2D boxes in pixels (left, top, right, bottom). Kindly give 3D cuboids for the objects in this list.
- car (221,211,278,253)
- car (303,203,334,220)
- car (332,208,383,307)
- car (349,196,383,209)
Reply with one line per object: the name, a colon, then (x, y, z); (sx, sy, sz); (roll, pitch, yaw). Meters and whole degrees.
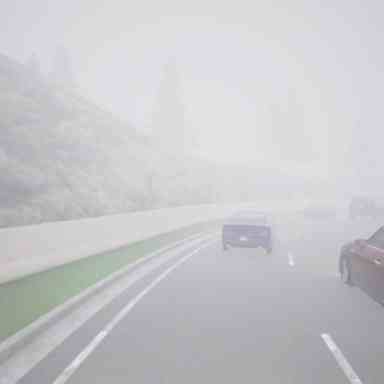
car: (2.582, 1.530, 14.242); (1.882, 1.535, 5.008); (0, 0, 17)
car: (11.721, 1.723, 30.383); (1.994, 1.385, 4.181); (0, 0, 40)
car: (4.564, 1.403, 6.643); (2.097, 1.767, 4.553); (1, 0, 9)
car: (15.654, 1.409, 29.370); (2.150, 2.045, 5.566); (0, 0, 42)
